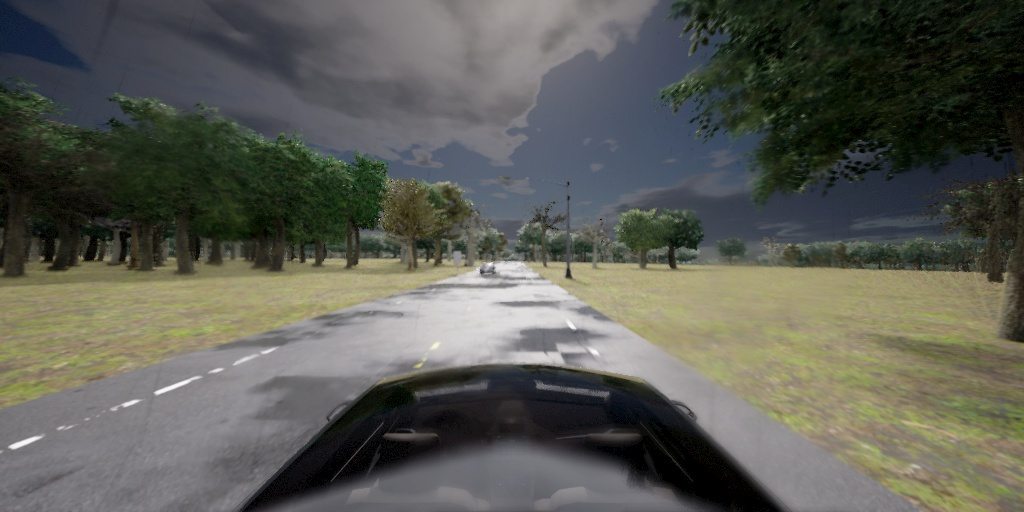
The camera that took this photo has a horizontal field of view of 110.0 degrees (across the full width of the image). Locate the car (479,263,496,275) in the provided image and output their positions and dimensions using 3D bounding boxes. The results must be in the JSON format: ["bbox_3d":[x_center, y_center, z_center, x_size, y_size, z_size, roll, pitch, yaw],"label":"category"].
[{"bbox_3d":[-3.189,1.666,47.495,2.128,1.511,4.902,0,0,1],"label":"car"}]
